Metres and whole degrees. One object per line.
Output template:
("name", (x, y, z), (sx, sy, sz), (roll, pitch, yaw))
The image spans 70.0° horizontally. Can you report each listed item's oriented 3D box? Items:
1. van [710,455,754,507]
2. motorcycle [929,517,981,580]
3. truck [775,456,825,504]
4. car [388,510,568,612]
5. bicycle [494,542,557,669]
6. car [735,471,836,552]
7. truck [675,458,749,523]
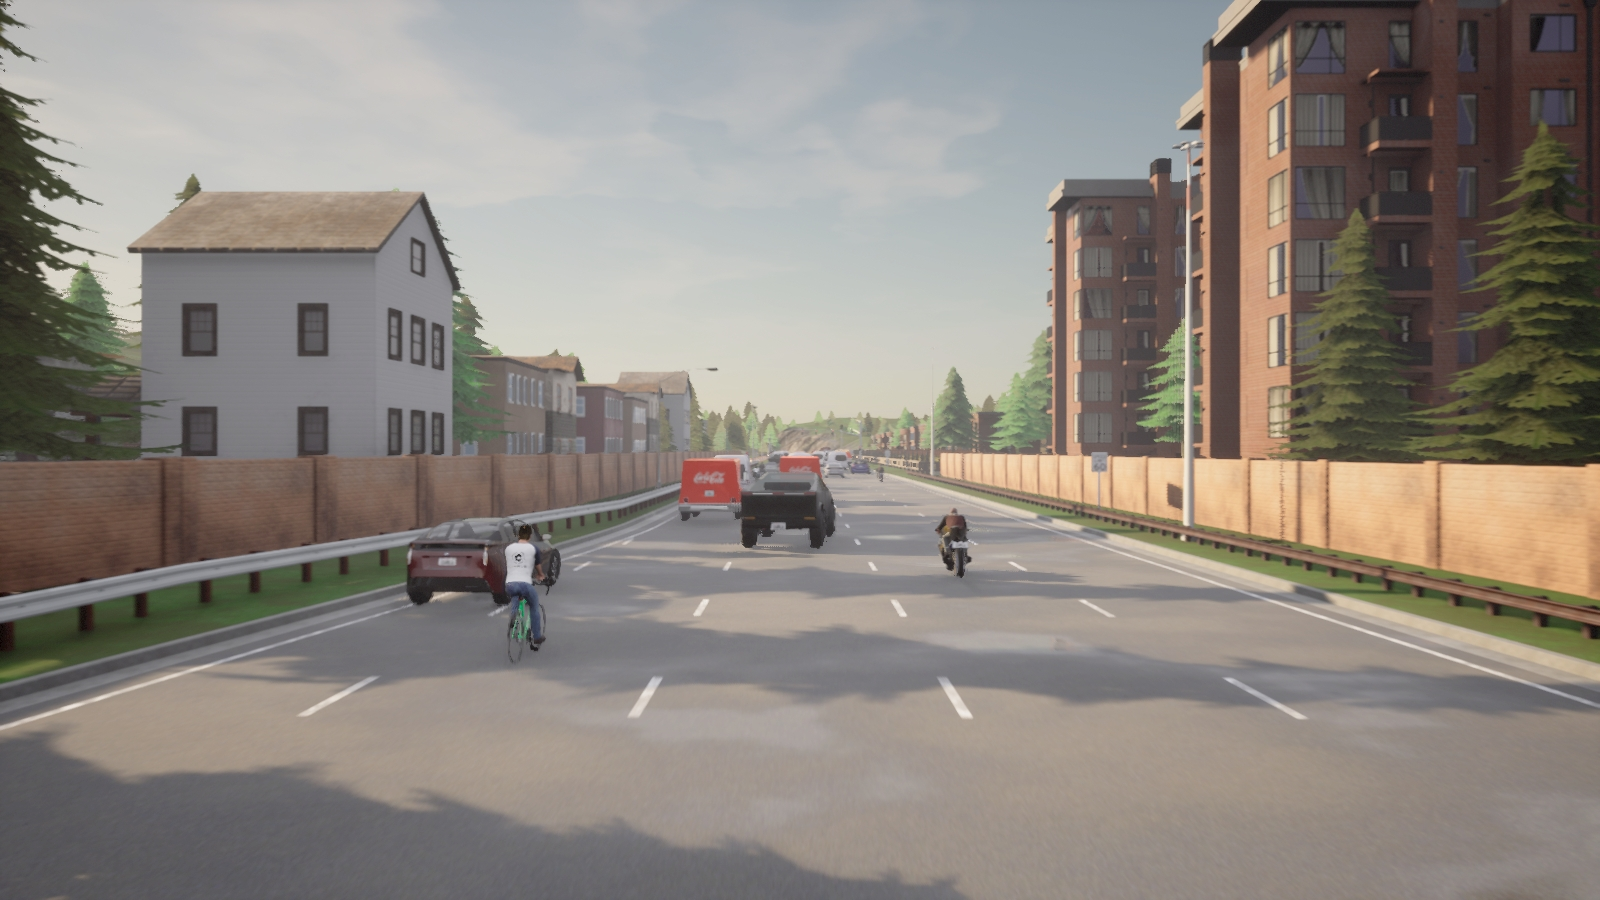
("van", (-3.508, 1.535, 59.887), (1.988, 2.561, 5.915), (0, 0, 0))
("motorcycle", (3.497, 2.205, 25.977), (0.867, 1.251, 2.209), (0, 0, 0))
("truck", (-0.004, 1.570, 62.117), (2.627, 2.467, 5.204), (0, 0, 0))
("car", (-6.037, 2.040, 22.043), (2.007, 1.525, 4.514), (0, 0, 3))
("bicycle", (-3.694, 2.056, 15.456), (0.373, 1.496, 1.643), (0, -1, 3))
("car", (-0.300, 1.753, 34.585), (2.390, 2.098, 6.274), (0, 0, 5))
("truck", (-3.501, 1.570, 46.719), (2.627, 2.467, 5.204), (0, 0, 0))
